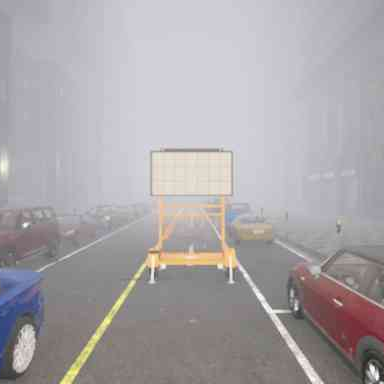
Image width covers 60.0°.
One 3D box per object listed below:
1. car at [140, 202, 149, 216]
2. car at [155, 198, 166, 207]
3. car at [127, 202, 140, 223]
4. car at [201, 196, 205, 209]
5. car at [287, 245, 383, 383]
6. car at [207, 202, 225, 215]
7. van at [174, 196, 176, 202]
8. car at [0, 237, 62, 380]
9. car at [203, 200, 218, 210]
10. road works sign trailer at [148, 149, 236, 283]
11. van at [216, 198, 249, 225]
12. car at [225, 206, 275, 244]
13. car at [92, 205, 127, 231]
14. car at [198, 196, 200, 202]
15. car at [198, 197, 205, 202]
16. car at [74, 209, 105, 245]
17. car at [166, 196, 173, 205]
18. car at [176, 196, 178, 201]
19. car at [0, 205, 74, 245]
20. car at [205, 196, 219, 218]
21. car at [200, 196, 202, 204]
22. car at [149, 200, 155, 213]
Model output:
[{"bbox_3d":[-5.781,1.786,32.755,1.947,1.339,4.313,0,0,0],"label":"car"},{"bbox_3d":[-5.793,1.926,55.163,1.887,1.381,4.507,0,0,0],"label":"car"},{"bbox_3d":[-5.779,1.732,27.153,2.008,1.369,4.403,0,0,0],"label":"car"},{"bbox_3d":[2.737,1.615,43.977,2.192,1.841,5.009,0,0,0],"label":"car"},{"bbox_3d":[2.757,1.472,4.764,1.967,1.590,4.097,0,0,0],"label":"car"},{"bbox_3d":[2.741,1.842,38.374,1.802,1.307,4.206,0,0,0],"label":"car"},{"bbox_3d":[-5.810,1.967,88.777,1.690,1.788,3.998,0,0,0],"label":"van"},{"bbox_3d":[-3.001,1.496,2.677,1.882,1.535,5.008,0,0,0],"label":"car"},{"bbox_3d":[2.735,1.906,49.577,1.947,1.339,4.313,0,0,0],"label":"car"},{"bbox_3d":[-0.006,0.530,9.813,2.380,3.560,2.880,0,0,0],"label":"road works sign trailer"},{"bbox_3d":[2.748,1.485,21.571,1.690,1.788,3.998,0,0,0],"label":"van"},{"bbox_3d":[2.752,1.633,16.138,1.752,1.417,4.829,0,0,0],"label":"car"},{"bbox_3d":[-5.776,1.584,21.551,1.967,1.590,4.097,0,0,0],"label":"car"},{"bbox_3d":[2.727,1.903,66.382,1.967,1.590,4.097,0,0,0],"label":"car"},{"bbox_3d":[2.713,2.212,94.390,1.887,1.381,4.507,0,0,0],"label":"car"},{"bbox_3d":[-5.773,1.688,15.949,1.802,1.307,4.206,0,0,0],"label":"car"},{"bbox_3d":[-5.801,1.943,71.970,1.967,1.590,4.097,0,0,0],"label":"car"},{"bbox_3d":[-5.812,2.212,94.377,1.887,1.381,4.507,0,0,0],"label":"car"},{"bbox_3d":[-5.771,1.384,10.349,2.192,1.841,5.009,0,0,0],"label":"car"},{"bbox_3d":[2.743,1.536,32.773,2.192,1.841,5.009,0,0,0],"label":"car"},{"bbox_3d":[2.732,1.821,55.179,1.967,1.590,4.097,0,0,0],"label":"car"},{"bbox_3d":[-5.784,1.826,38.356,1.947,1.339,4.313,0,0,0],"label":"car"}]
